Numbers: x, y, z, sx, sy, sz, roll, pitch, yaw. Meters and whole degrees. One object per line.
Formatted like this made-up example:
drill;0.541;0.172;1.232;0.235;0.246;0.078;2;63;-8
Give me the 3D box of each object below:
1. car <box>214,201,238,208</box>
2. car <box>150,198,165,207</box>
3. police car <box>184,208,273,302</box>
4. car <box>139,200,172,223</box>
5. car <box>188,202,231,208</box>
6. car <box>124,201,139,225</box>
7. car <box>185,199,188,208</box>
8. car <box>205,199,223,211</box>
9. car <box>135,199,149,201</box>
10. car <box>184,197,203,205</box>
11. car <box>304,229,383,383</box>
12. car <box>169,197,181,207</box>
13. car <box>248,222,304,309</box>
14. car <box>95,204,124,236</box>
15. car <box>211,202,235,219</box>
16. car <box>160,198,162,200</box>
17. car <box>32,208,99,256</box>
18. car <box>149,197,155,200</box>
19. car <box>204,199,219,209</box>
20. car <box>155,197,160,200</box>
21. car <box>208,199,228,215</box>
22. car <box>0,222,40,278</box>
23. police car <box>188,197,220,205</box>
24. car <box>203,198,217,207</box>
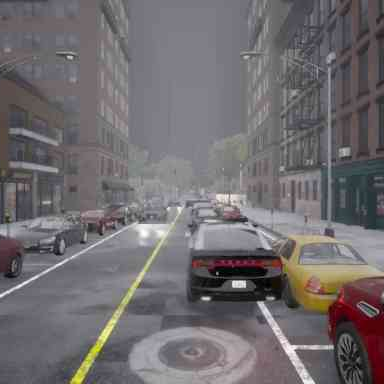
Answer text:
car;2.663;1.583;24.059;1.802;1.307;4.206;0;0;0
car;-5.336;1.601;51.657;1.802;1.307;4.206;0;0;0
police car;0.834;1.425;8.465;1.930;1.638;5.238;0;0;0
car;-2.823;1.565;25.184;1.994;1.385;4.181;0;0;0
car;0.844;1.526;18.355;1.812;1.442;4.674;0;0;0
car;-5.362;1.567;24.063;1.947;1.339;4.313;0;0;0
car;0.072;1.493;47.125;1.882;1.535;5.008;0;0;1
car;2.678;1.554;40.614;1.887;1.381;4.507;0;0;0
car;-5.357;1.553;29.581;2.008;1.369;4.403;0;0;0
car;0.361;1.590;59.775;1.994;1.385;4.181;0;0;23
car;2.641;1.315;1.986;2.192;1.841;5.009;0;0;0
car;-2.698;1.525;51.254;1.837;1.490;4.892;0;0;0
car;2.642;1.525;7.672;1.752;1.417;4.829;0;0;0
car;-5.368;1.545;18.544;1.887;1.381;4.507;0;0;0
car;2.668;1.584;29.577;1.802;1.307;4.206;0;0;0
car;-5.341;1.454;46.138;1.967;1.590;4.097;0;0;0
car;-5.373;1.551;13.025;2.008;1.369;4.403;0;0;0
car;-5.352;1.446;35.100;1.967;1.590;4.097;0;0;0
car;2.684;1.596;46.132;1.802;1.307;4.206;0;0;0
car;-5.347;1.535;40.449;1.752;1.417;4.829;0;0;0
car;2.673;1.531;35.266;1.752;1.417;4.829;0;0;0
car;-5.379;1.582;7.506;1.802;1.307;4.206;0;0;0
police car;0.850;1.426;24.465;1.930;1.638;5.238;0;0;0
car;2.689;1.585;51.650;1.947;1.339;4.313;0;0;0
